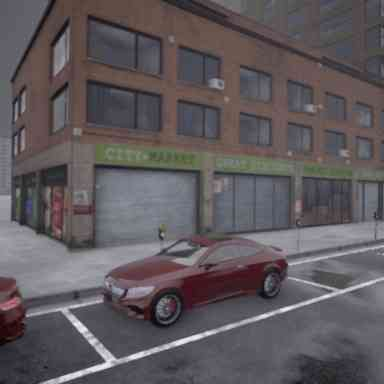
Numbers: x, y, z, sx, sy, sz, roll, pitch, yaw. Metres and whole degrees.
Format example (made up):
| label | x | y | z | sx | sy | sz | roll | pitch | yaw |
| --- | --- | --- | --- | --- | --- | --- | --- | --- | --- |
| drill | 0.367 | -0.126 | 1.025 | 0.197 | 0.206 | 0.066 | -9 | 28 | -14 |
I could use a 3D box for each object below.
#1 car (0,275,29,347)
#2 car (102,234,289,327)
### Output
| label | x | y | z | sx | sy | sz | roll | pitch | yaw |
| --- | --- | --- | --- | --- | --- | --- | --- | --- | --- |
| car | -4.195 | 1.581 | 3.765 | 4.206 | 1.307 | 1.802 | 0 | 1 | -35 |
| car | 0.277 | 1.584 | 6.953 | 4.206 | 1.307 | 1.802 | 0 | 1 | -35 |
